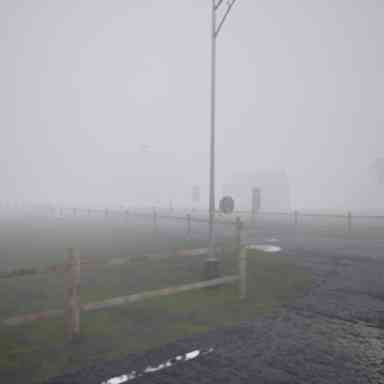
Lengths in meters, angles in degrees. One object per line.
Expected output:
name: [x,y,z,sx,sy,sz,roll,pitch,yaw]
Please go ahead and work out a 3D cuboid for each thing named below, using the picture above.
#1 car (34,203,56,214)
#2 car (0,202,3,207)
car: [-21.487,2.387,48.490,2.128,1.511,4.902,1,-1,-42]
car: [-44.361,2.773,74.893,5.008,1.535,1.882,-1,-1,41]
